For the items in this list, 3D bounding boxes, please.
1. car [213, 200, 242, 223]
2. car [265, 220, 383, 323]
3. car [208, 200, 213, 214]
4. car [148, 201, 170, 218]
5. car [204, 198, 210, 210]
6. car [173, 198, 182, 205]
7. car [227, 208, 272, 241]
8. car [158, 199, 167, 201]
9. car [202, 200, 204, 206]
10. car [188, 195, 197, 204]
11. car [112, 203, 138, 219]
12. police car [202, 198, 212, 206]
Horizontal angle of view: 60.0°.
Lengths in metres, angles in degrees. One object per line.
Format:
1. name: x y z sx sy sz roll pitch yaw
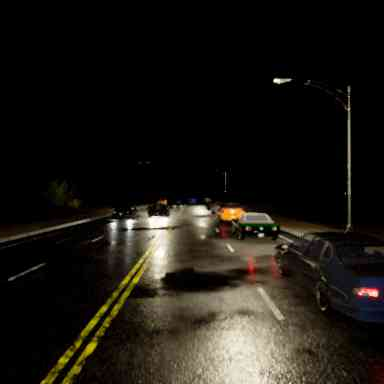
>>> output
1. car: 3.275 1.649 28.905 2.097 1.767 4.553 0 -1 0
2. car: 3.356 1.628 7.657 2.033 1.411 5.357 0 -1 0
3. car: 3.285 1.933 39.933 1.812 1.442 4.674 0 -1 0
4. car: -3.316 1.911 33.931 1.994 1.385 4.181 0 -1 0
5. car: 3.296 1.949 50.933 2.033 1.649 4.856 0 -1 0
6. car: -3.182 2.171 76.477 1.812 1.442 4.674 0 -1 0
7. car: 3.266 1.786 17.963 1.895 1.301 4.718 0 -1 0
8. car: -6.435 2.213 73.431 1.882 1.535 5.008 0 -1 0
9. car: 3.306 2.227 61.961 1.895 1.301 4.718 0 -1 0
10. car: 0.074 2.155 81.347 1.882 1.535 5.008 0 -1 0
11. car: -6.568 1.842 33.023 1.837 1.490 4.892 0 -1 0
12. police car: 3.316 2.161 73.042 1.930 1.638 5.238 0 -1 0
